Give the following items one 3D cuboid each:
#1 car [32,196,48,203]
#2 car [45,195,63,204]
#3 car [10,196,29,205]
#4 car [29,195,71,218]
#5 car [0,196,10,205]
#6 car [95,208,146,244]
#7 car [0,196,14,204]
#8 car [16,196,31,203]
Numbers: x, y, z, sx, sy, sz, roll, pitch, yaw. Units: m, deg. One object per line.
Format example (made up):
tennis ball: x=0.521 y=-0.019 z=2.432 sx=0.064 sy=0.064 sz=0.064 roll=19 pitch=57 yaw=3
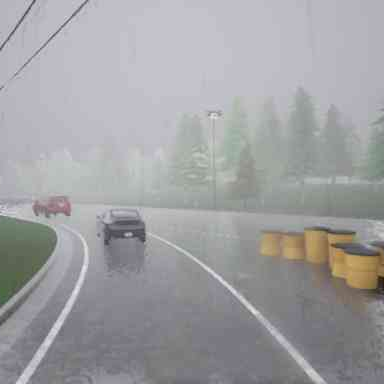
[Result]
car: x=-36.154 y=1.778 z=79.072 sx=2.033 sy=1.411 sz=5.357 roll=0 pitch=0 yaw=-41
car: x=-29.827 y=1.623 z=71.834 sx=2.097 sy=1.767 sz=4.553 roll=0 pitch=0 yaw=-41
car: x=-35.070 y=1.907 z=67.198 sx=1.895 sy=1.301 sz=4.718 roll=0 pitch=0 yaw=-41
car: x=-13.430 y=1.345 z=31.852 sx=2.150 sy=2.045 sz=5.566 roll=0 pitch=0 yaw=-40
car: x=-37.728 y=1.858 z=64.920 sx=2.128 sy=1.511 sz=4.902 roll=0 pitch=0 yaw=-41
car: x=-3.530 y=1.542 z=16.195 sx=1.837 sy=1.490 sz=4.892 roll=0 pitch=0 yaw=-21
car: x=-41.698 y=1.778 z=74.778 sx=1.837 sy=1.490 sz=4.892 roll=0 pitch=0 yaw=-41
car: x=-39.063 y=1.737 z=77.082 sx=1.882 sy=1.535 sz=5.008 roll=0 pitch=0 yaw=-41
